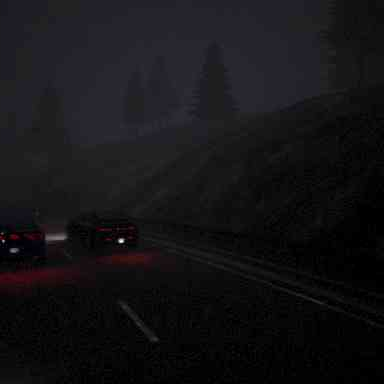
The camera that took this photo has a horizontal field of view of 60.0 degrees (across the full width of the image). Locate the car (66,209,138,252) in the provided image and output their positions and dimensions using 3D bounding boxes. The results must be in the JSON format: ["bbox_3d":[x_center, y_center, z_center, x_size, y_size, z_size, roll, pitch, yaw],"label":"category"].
[{"bbox_3d":[-3.933,1.504,14.081,1.837,1.490,4.892,0,0,-34],"label":"car"}]

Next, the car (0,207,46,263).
[{"bbox_3d":[-6.385,1.498,11.479,1.882,1.535,5.008,0,0,-33],"label":"car"}]

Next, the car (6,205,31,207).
[{"bbox_3d":[-13.341,1.642,25.365,4.718,1.301,1.895,0,0,44],"label":"car"}]
